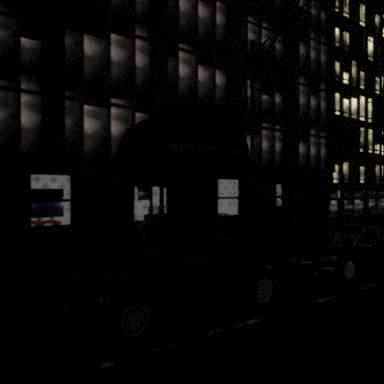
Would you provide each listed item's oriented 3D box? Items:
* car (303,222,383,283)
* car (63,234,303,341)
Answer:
[{"bbox_3d":[4.554,1.595,9.718,4.403,1.369,2.008,0,-1,-35],"label":"car"},{"bbox_3d":[-0.108,1.549,6.467,4.507,1.381,1.887,0,-1,-35],"label":"car"}]
